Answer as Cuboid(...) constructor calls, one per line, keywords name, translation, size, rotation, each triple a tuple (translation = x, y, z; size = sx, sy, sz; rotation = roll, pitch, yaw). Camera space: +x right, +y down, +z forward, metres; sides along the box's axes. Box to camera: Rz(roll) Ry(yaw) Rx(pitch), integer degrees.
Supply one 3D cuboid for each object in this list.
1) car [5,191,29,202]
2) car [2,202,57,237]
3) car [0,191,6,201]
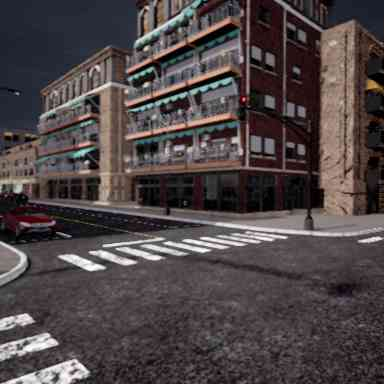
Cuboid(name="car", translation=(-24.679, 0.776, 47.424), size=(1.947, 1.339, 4.313), rotation=(1, 1, -42))
Cuboid(name="car", translation=(-8.109, 1.365, 16.433), size=(1.802, 1.307, 4.206), rotation=(1, 0, -42))
Cuboid(name="car", translation=(-28.479, 0.560, 51.657), size=(1.967, 1.590, 4.097), rotation=(1, 1, -42))
